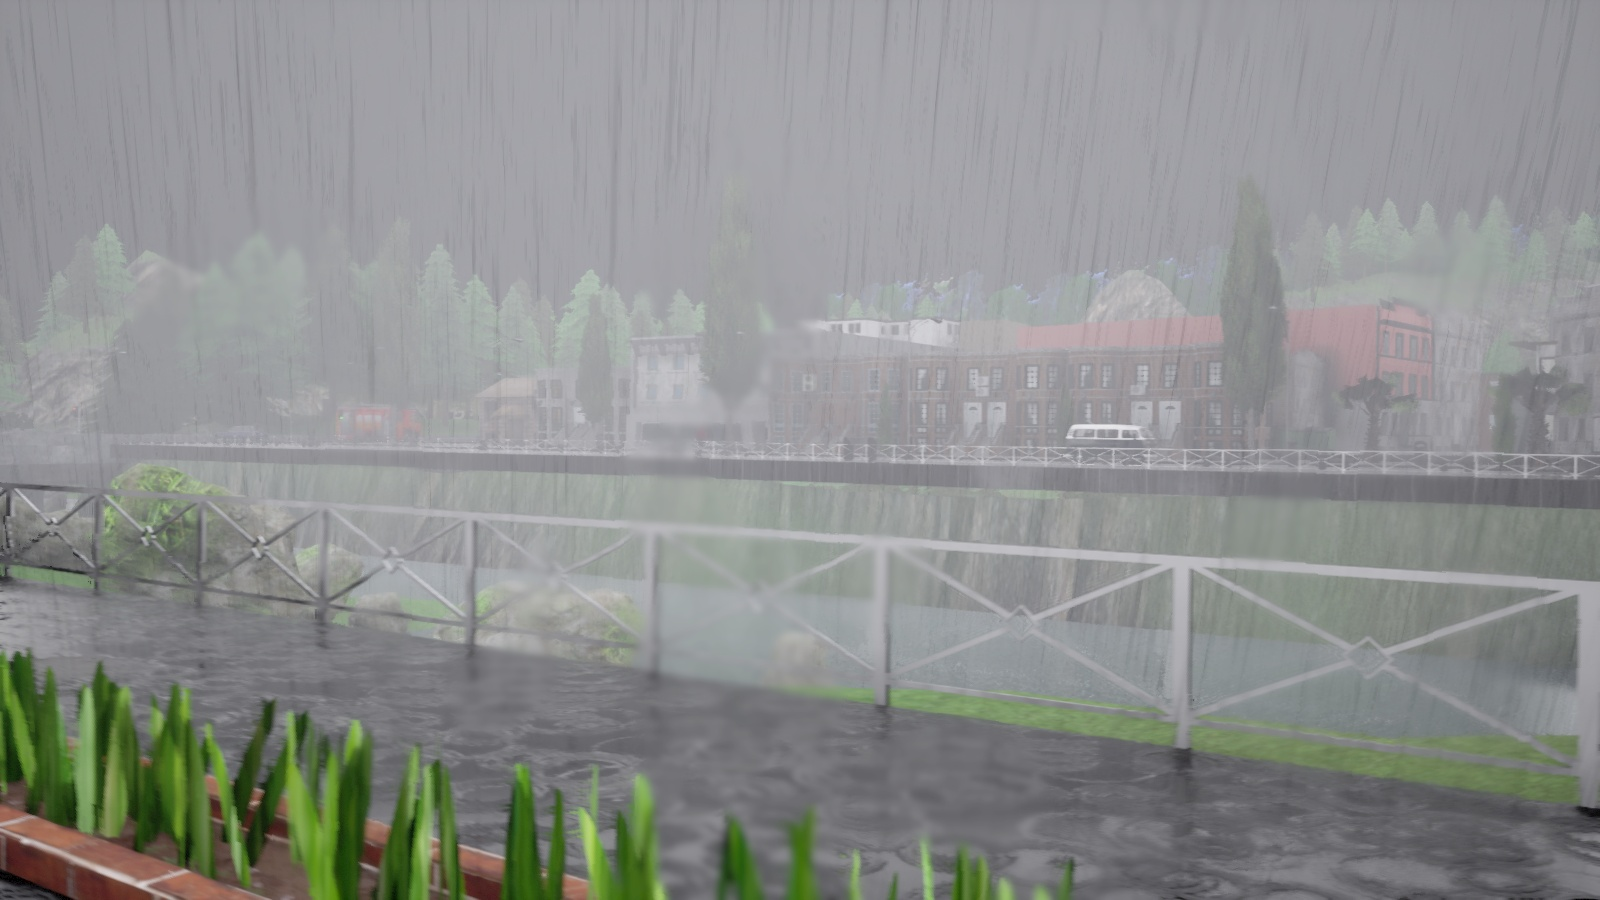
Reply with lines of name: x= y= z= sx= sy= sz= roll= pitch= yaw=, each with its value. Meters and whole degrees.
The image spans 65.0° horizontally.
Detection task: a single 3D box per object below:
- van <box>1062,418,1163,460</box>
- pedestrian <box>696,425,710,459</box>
van: x=15.660 y=-0.548 z=63.046 sx=4.480 sy=2.038 sz=2.069 roll=0 pitch=1 yaw=34
pedestrian: x=-5.178 y=-0.428 z=67.159 sx=0.636 sy=1.846 sz=0.331 roll=0 pitch=1 yaw=34
